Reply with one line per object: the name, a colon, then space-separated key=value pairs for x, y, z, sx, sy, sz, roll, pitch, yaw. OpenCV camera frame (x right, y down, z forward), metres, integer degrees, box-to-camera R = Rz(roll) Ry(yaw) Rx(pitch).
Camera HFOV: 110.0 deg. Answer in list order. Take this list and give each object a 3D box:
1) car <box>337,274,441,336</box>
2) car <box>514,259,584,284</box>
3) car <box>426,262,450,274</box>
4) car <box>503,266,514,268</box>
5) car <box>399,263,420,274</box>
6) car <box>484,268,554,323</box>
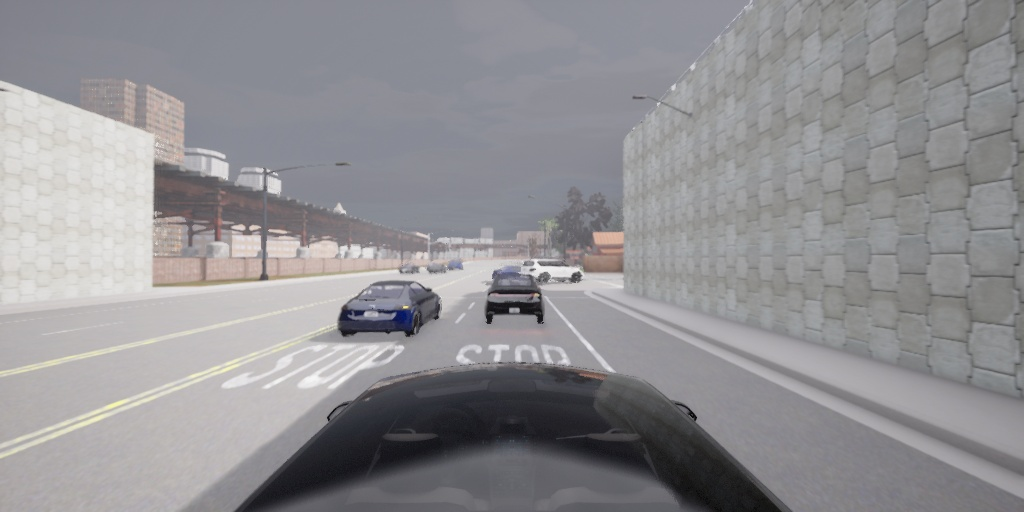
car: x=-3.426 y=1.414 z=10.762 sx=1.994 sy=1.385 sz=4.181 roll=0 pitch=-1 yaw=0
car: x=3.381 y=1.302 z=30.138 sx=5.566 sy=2.045 sz=2.150 roll=0 pitch=-3 yaw=-29
car: x=-10.555 y=1.803 z=50.935 sx=1.837 sy=1.490 sz=4.892 roll=0 pitch=-1 yaw=0
car: x=0.430 y=1.630 z=32.698 sx=4.674 sy=1.442 sz=1.812 roll=1 pitch=-2 yaw=-34
car: x=-14.061 y=1.763 z=49.273 sx=2.128 sy=1.511 sz=4.902 roll=0 pitch=-1 yaw=0
car: x=0.085 y=1.369 z=12.703 sx=2.128 sy=1.511 sz=4.902 roll=0 pitch=0 yaw=0
